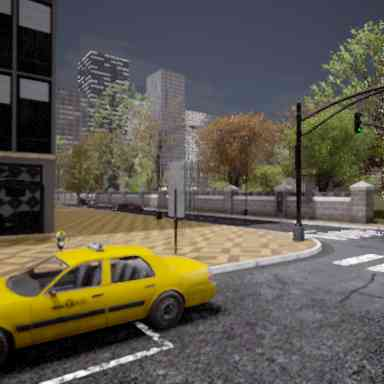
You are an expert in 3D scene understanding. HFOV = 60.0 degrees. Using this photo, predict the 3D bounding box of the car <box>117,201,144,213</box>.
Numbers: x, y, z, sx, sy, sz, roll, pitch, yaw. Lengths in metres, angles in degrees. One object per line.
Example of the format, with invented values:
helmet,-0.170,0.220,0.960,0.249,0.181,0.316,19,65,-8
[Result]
car,-7.116,1.687,38.342,1.994,1.385,4.181,0,0,-34

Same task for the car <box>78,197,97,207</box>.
car,-16.449,1.504,52.194,2.128,1.511,4.902,0,0,-34

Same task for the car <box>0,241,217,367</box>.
car,-1.819,1.528,5.419,4.829,1.417,1.752,0,0,-35
